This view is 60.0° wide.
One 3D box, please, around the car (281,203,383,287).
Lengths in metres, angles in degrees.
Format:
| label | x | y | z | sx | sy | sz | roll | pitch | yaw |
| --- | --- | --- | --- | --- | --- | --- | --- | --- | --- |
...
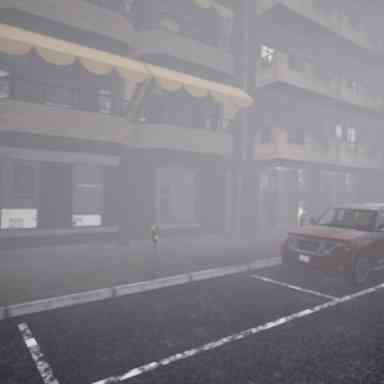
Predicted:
| label | x | y | z | sx | sy | sz | roll | pitch | yaw |
| --- | --- | --- | --- | --- | --- | --- | --- | --- | --- |
| car | 4.753 | 1.271 | 9.460 | 5.009 | 1.841 | 2.192 | 0 | 2 | -35 |
